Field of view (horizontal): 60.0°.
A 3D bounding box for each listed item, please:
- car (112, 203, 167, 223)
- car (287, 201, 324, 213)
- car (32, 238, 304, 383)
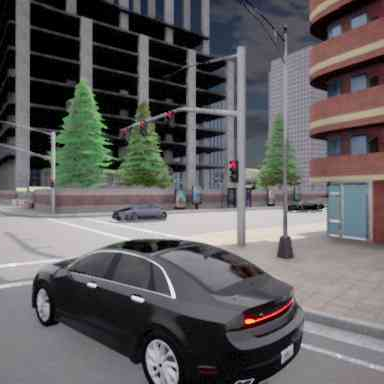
[{"bbox_3d":[-3.999,1.591,25.793,4.181,1.385,1.994,0,0,-35],"label":"car"},{"bbox_3d":[12.682,1.634,37.543,4.718,1.301,1.895,0,0,-35],"label":"car"},{"bbox_3d":[-0.775,1.499,5.226,4.892,1.490,1.837,0,0,42],"label":"car"}]
